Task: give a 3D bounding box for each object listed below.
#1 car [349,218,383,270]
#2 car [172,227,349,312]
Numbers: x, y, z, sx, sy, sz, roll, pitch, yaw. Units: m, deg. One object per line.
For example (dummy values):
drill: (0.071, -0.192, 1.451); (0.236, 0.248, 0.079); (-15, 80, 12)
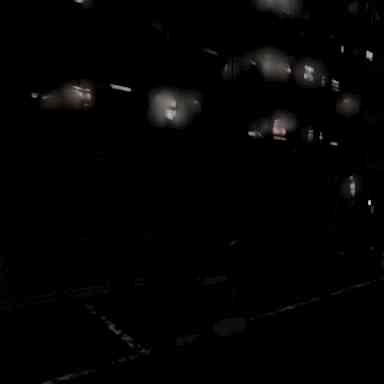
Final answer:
car: (6.182, 1.536, 10.961); (4.507, 1.381, 1.887); (0, 0, -35)
car: (1.549, 1.577, 7.657); (4.206, 1.307, 1.802); (0, 1, -35)
